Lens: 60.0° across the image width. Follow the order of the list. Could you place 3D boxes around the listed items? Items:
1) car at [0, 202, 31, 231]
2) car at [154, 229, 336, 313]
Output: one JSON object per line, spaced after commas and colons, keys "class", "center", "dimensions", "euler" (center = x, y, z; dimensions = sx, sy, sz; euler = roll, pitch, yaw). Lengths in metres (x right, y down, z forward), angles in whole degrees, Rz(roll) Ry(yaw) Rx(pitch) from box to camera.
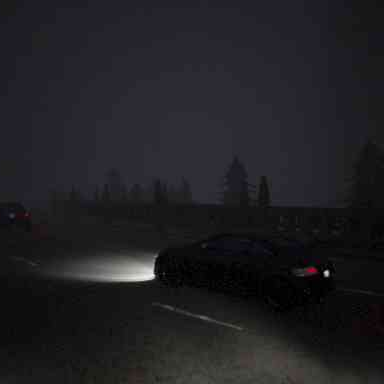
{"class": "car", "center": [-11.374, 1.360, 20.068], "dimensions": [2.097, 1.767, 4.553], "euler": [0, 0, -41]}
{"class": "car", "center": [1.086, 1.578, 7.808], "dimensions": [4.181, 1.385, 1.994], "euler": [0, 0, 38]}
